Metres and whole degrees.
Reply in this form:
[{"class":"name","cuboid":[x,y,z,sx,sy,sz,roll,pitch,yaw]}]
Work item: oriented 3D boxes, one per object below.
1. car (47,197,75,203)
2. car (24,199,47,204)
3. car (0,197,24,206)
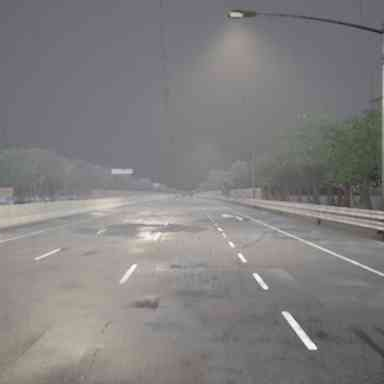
[{"class":"car","cuboid":[-17.713,1.492,46.116,2.097,1.767,4.553,0,0,0]},{"class":"car","cuboid":[-21.210,1.706,46.841,1.994,1.385,4.181,0,0,0]},{"class":"car","cuboid":[-24.707,1.491,45.786,2.097,1.767,4.553,0,0,0]}]
